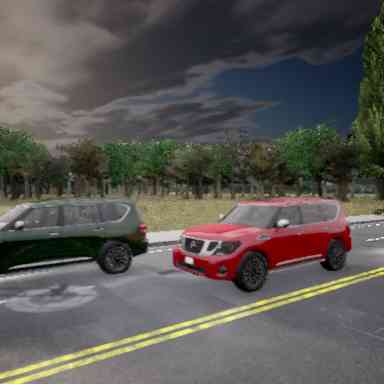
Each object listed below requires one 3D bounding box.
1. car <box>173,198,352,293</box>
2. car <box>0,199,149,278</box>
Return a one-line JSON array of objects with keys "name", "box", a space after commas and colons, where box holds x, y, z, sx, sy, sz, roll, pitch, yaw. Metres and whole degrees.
[{"name": "car", "box": [2.187, 1.213, 9.233, 5.566, 2.045, 2.150, 0, 0, -35]}, {"name": "car", "box": [-3.868, 1.219, 8.909, 5.566, 2.045, 2.150, 0, 0, -35]}]
